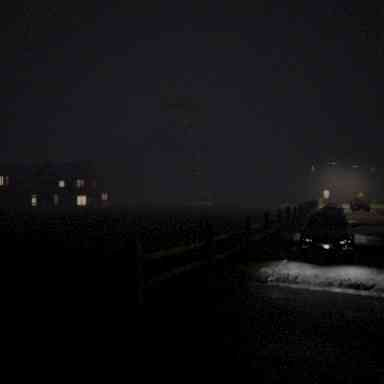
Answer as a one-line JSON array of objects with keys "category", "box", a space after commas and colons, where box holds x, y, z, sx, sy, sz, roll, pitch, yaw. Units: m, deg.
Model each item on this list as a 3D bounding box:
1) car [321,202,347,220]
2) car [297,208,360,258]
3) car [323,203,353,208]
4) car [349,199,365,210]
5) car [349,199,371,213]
[{"category": "car", "box": [13.677, 1.740, 32.007, 2.033, 1.411, 5.357, -1, -1, 24]}, {"category": "car", "box": [5.461, 1.593, 13.350, 1.837, 1.490, 4.892, -1, -1, 24]}, {"category": "car", "box": [9.402, 1.687, 22.306, 2.033, 1.411, 5.357, -1, -1, 24]}, {"category": "car", "box": [23.877, 1.740, 48.143, 1.837, 1.490, 4.892, -1, -1, 24]}, {"category": "car", "box": [20.550, 1.797, 40.537, 1.895, 1.301, 4.718, -1, -1, 24]}]
